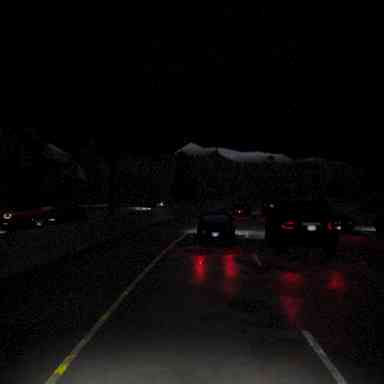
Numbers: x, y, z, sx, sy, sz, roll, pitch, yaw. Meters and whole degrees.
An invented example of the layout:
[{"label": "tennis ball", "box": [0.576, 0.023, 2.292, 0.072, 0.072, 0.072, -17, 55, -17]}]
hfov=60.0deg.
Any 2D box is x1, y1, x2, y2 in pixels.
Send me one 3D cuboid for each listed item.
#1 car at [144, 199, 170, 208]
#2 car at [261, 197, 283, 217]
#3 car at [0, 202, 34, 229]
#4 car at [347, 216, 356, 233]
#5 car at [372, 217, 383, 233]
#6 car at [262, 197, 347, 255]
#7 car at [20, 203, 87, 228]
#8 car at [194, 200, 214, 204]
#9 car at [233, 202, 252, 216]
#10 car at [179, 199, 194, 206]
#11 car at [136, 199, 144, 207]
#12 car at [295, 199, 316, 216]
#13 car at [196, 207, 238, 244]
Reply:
[{"label": "car", "box": [-5.839, 2.117, 59.054, 2.033, 1.411, 5.357, 0, -1, 22]}, {"label": "car", "box": [9.290, 1.641, 38.249, 2.150, 2.045, 5.566, 0, -1, 16]}, {"label": "car", "box": [-12.147, 1.537, 23.040, 2.097, 1.767, 4.553, 0, -1, 9]}, {"label": "car", "box": [9.090, 1.856, 21.960, 1.895, 1.301, 4.718, 0, -1, 9]}, {"label": "car", "box": [12.108, 1.783, 18.771, 2.033, 1.411, 5.357, 0, -1, 9]}, {"label": "car", "box": [4.488, 1.383, 14.329, 2.150, 2.045, 5.566, 0, -1, 6]}, {"label": "car", "box": [-8.751, 1.681, 22.190, 2.128, 1.511, 4.902, 0, -1, 9]}, {"label": "car", "box": [2.601, 2.147, 60.986, 1.812, 1.442, 4.674, 0, -1, 24]}, {"label": "car", "box": [5.879, 1.918, 38.910, 1.837, 1.490, 4.892, 0, -1, 16]}, {"label": "car", "box": [-0.695, 2.099, 62.211, 1.882, 1.535, 5.008, 0, -1, 24]}, {"label": "car", "box": [-8.493, 2.091, 61.760, 1.837, 1.490, 4.892, 0, -1, 23]}, {"label": "car", "box": [13.160, 1.792, 38.843, 2.097, 1.767, 4.553, 0, -1, 17]}, {"label": "car", "box": [1.289, 1.701, 16.906, 1.812, 1.442, 4.674, 0, -1, 7]}]
